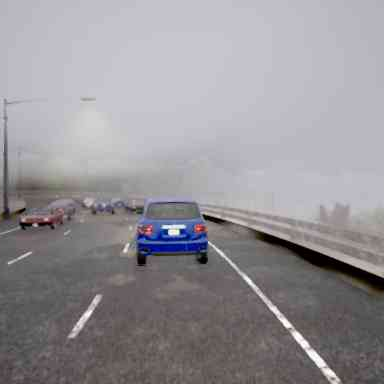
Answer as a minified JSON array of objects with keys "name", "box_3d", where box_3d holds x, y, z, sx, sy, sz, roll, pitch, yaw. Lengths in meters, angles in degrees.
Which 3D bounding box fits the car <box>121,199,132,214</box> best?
[{"name":"car","box_3d":[-6.092,1.600,35.891,1.895,1.301,4.718,0,0,-20]}]

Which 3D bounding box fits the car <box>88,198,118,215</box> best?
[{"name":"car","box_3d":[-9.328,1.370,34.569,2.097,1.767,4.553,0,0,-20]}]

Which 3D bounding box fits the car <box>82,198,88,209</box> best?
[{"name":"car","box_3d":[-14.363,1.562,46.852,1.812,1.442,4.674,0,0,-26]}]

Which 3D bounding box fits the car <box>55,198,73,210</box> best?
[{"name":"car","box_3d":[-17.328,1.620,44.951,1.994,1.385,4.181,0,0,-26]}]

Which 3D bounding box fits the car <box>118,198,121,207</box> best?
[{"name":"car","box_3d":[-10.918,1.540,47.755,1.812,1.442,4.674,0,0,-26]}]

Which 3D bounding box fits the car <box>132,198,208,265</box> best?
[{"name":"car","box_3d":[-0.811,1.214,11.895,2.150,2.045,5.566,0,0,-7]}]

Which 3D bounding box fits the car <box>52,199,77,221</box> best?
[{"name":"car","box_3d":[-10.718,1.540,27.233,1.837,1.490,4.892,0,0,-15]}]

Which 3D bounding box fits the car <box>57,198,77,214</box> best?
[{"name":"car","box_3d":[-13.821,1.521,36.768,1.882,1.535,5.008,0,0,-21]}]

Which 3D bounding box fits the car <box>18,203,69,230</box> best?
[{"name":"car","box_3d":[-9.466,1.635,21.366,1.895,1.301,4.718,0,0,-12]}]
